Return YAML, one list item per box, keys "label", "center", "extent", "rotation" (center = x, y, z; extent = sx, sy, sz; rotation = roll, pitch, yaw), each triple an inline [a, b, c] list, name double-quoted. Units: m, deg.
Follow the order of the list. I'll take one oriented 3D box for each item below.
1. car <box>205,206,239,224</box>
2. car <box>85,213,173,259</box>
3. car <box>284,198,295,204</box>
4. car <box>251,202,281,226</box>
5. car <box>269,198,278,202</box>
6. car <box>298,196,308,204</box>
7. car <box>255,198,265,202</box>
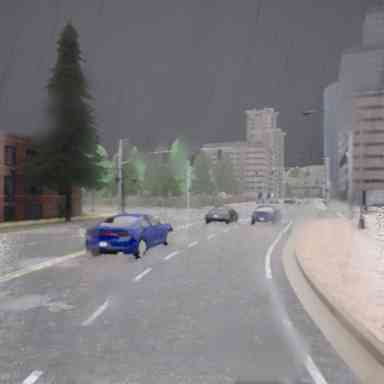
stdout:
- label: "car"
  center: [2.518, 1.824, 27.191]
  extent: [1.994, 1.385, 4.181]
  rotation: [0, 0, 20]
- label: "car"
  center: [-2.290, 1.590, 13.377]
  extent: [1.882, 1.535, 5.008]
  rotation: [0, 0, 15]
- label: "car"
  center: [24.691, 2.316, 85.066]
  extent: [1.882, 1.535, 5.008]
  rotation: [0, -1, 21]
- label: "car"
  center: [5.842, 1.790, 26.056]
  extent: [1.812, 1.442, 4.674]
  rotation: [0, 0, 21]
- label: "car"
  center: [20.945, 2.395, 85.049]
  extent: [2.128, 1.511, 4.902]
  rotation: [0, -1, 21]
- label: "car"
  center: [27.977, 2.067, 83.861]
  extent: [2.150, 2.045, 5.566]
  rotation: [0, -1, 21]
- label: "car"
  center: [17.669, 2.391, 86.279]
  extent: [2.128, 1.511, 4.902]
  rotation: [0, -1, 21]
